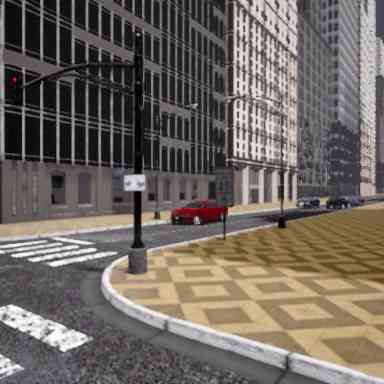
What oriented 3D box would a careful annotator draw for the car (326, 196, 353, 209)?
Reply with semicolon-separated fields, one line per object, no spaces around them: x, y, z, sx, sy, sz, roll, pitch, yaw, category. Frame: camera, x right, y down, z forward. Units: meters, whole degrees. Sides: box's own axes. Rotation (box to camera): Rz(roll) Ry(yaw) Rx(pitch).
17.891;1.309;40.756;1.837;1.490;4.892;0;0;37;car

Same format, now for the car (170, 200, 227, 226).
0.547;1.351;22.819;1.882;1.535;5.008;0;0;37;car

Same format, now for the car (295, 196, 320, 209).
14.401;1.297;41.277;2.128;1.511;4.902;0;0;37;car

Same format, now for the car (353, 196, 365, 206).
24.099;1.320;49.127;2.033;1.411;5.357;0;0;37;car
